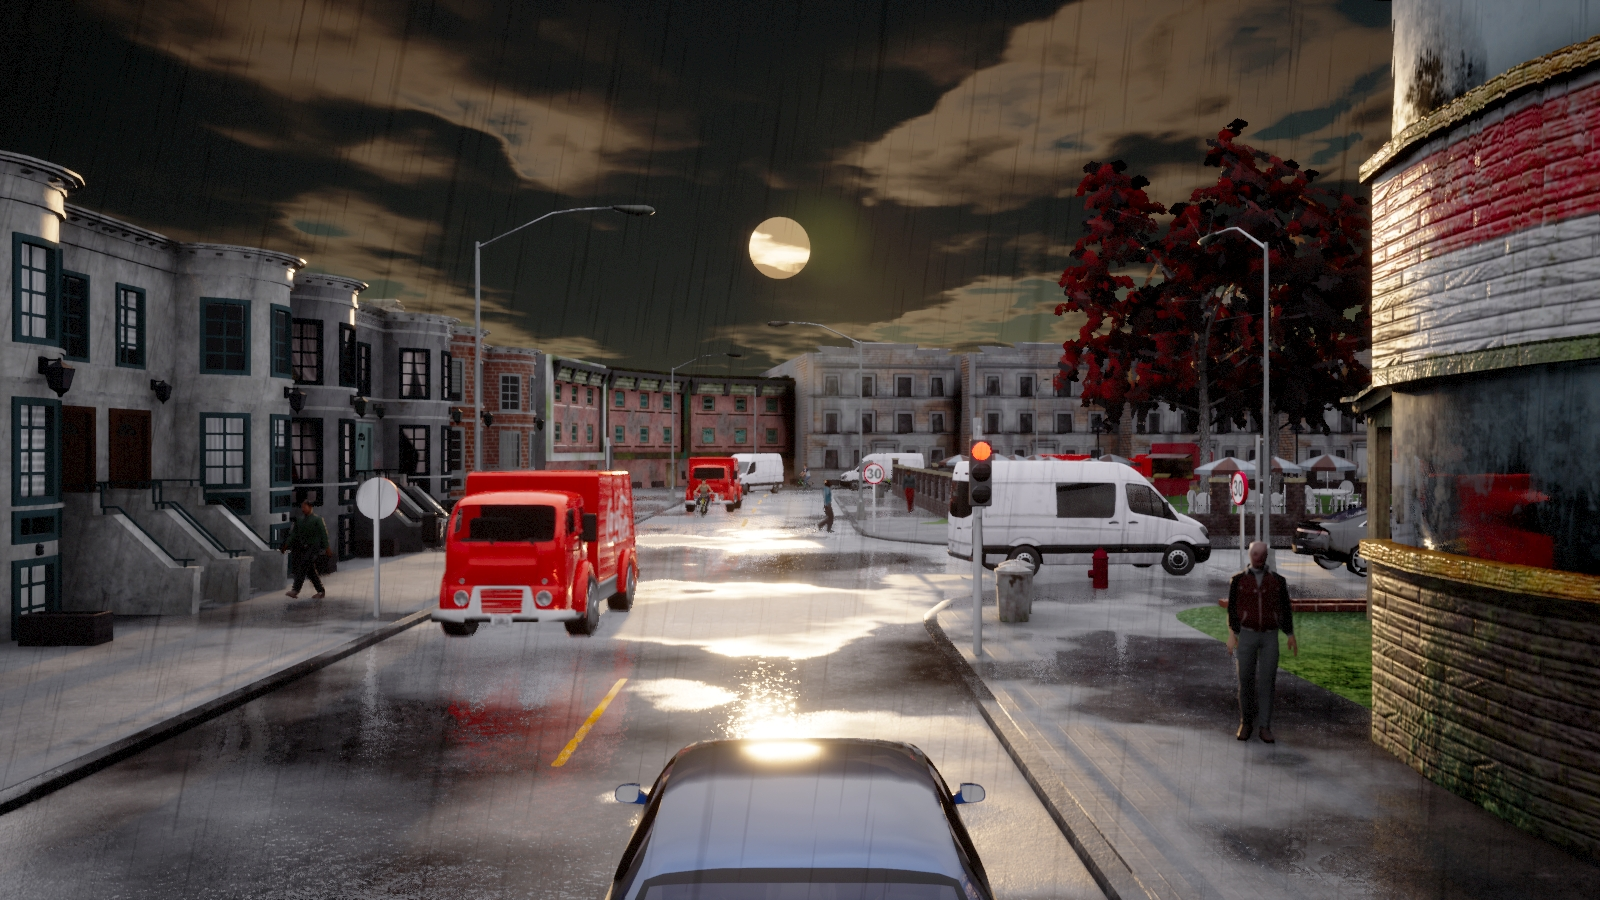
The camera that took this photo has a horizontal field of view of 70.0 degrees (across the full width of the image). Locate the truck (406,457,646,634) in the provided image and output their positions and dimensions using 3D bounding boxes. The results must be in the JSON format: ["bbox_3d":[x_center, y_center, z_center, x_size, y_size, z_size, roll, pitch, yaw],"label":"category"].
[{"bbox_3d":[-4.160,1.347,18.496,2.627,2.467,5.204,0,0,0],"label":"truck"}]

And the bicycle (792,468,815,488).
[{"bbox_3d":[0.259,1.909,77.024,1.643,1.296,0.373,0,0,-36],"label":"bicycle"}]

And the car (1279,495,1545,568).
[{"bbox_3d":[13.778,1.817,25.951,4.902,1.511,2.128,0,0,-1],"label":"car"}]

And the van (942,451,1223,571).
[{"bbox_3d":[6.389,1.304,26.031,5.915,2.561,1.988,0,0,-11],"label":"van"}]

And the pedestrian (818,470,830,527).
[{"bbox_3d":[0.803,1.614,38.064,0.375,1.860,0.375,0,0,0],"label":"pedestrian"}]

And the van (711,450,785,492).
[{"bbox_3d":[-3.214,1.289,72.299,1.988,2.561,5.915,0,0,28],"label":"van"}]

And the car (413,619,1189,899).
[{"bbox_3d":[-0.001,1.884,5.268,2.033,1.411,5.357,0,0,0],"label":"car"}]

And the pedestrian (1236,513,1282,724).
[{"bbox_3d":[4.206,1.521,10.477,0.375,1.860,0.375,0,0,19],"label":"pedestrian"}]

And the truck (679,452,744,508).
[{"bbox_3d":[-4.030,1.328,52.854,2.627,2.467,5.204,0,0,0],"label":"truck"}]

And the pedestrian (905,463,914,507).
[{"bbox_3d":[4.643,1.498,48.454,0.375,1.860,0.375,0,0,5],"label":"pedestrian"}]

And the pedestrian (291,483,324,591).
[{"bbox_3d":[-8.681,1.518,20.140,0.375,1.860,0.375,0,0,21],"label":"pedestrian"}]
